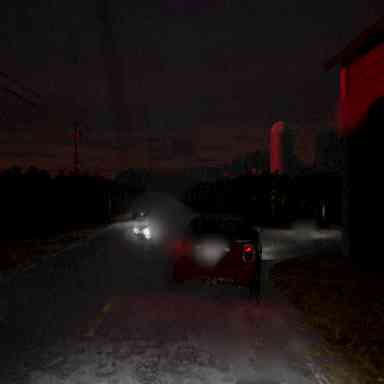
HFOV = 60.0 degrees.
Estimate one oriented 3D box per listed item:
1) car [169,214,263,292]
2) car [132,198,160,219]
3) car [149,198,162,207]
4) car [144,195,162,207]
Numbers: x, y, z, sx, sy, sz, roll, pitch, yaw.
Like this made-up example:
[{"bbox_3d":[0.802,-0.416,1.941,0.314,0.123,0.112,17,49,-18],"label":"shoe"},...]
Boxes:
[{"bbox_3d":[0.879,1.393,9.365,2.097,1.767,4.553,0,0,12],"label":"car"},{"bbox_3d":[-4.360,1.626,30.383,2.128,1.511,4.902,0,0,-4],"label":"car"},{"bbox_3d":[-6.112,1.739,56.189,2.128,1.511,4.902,0,0,-4],"label":"car"},{"bbox_3d":[-5.081,1.404,41.077,2.150,2.045,5.566,0,0,-4],"label":"car"}]
